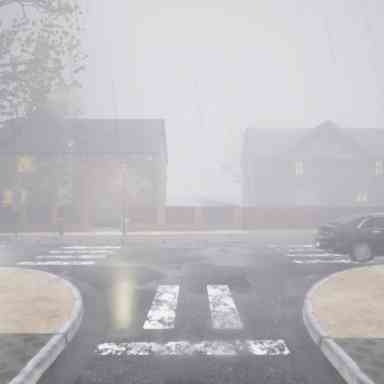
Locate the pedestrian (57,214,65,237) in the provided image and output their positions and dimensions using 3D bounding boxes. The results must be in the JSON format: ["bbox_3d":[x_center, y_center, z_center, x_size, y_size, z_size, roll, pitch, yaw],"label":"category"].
[{"bbox_3d":[-6.733,1.365,17.093,0.375,1.860,0.375,0,-1,1],"label":"pedestrian"}]

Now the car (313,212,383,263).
[{"bbox_3d":[6.608,1.455,11.064,4.892,1.490,1.837,-1,-1,1],"label":"car"}]
